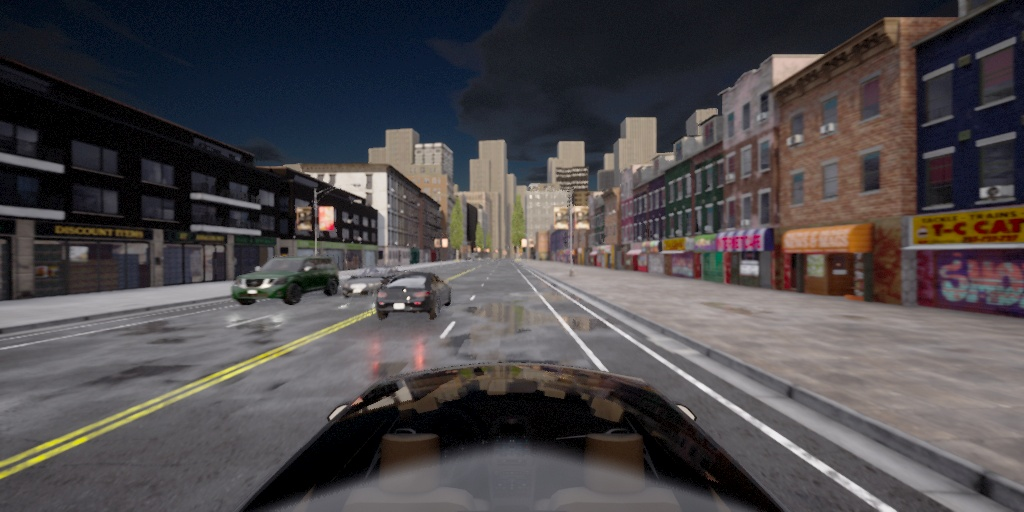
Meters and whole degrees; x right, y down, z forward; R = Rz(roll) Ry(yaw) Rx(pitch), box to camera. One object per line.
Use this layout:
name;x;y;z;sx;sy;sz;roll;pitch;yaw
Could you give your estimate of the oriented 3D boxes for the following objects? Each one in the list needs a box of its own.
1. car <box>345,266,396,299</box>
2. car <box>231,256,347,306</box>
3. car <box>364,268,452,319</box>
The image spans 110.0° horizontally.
car;-6.861;1.264;18.255;2.128;1.511;4.902;-1;0;-1
car;-10.086;1.027;16.619;2.150;2.045;5.566;-1;0;-1
car;-3.313;1.277;12.699;1.812;1.442;4.674;-1;0;-1
